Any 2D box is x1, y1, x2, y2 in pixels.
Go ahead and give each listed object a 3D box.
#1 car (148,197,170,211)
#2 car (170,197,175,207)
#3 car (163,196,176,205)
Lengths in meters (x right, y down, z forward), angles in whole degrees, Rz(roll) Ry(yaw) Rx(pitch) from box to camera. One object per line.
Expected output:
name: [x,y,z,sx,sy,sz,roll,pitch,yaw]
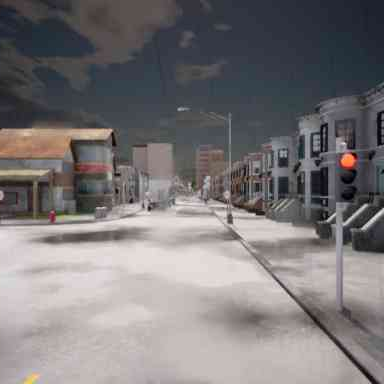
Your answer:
car: [-4.049,1.549,39.509,1.994,1.385,4.181,0,0,0]
car: [-4.023,1.487,49.454,1.837,1.490,4.892,0,0,0]
car: [-3.971,1.525,59.904,2.033,1.411,5.357,0,0,1]
